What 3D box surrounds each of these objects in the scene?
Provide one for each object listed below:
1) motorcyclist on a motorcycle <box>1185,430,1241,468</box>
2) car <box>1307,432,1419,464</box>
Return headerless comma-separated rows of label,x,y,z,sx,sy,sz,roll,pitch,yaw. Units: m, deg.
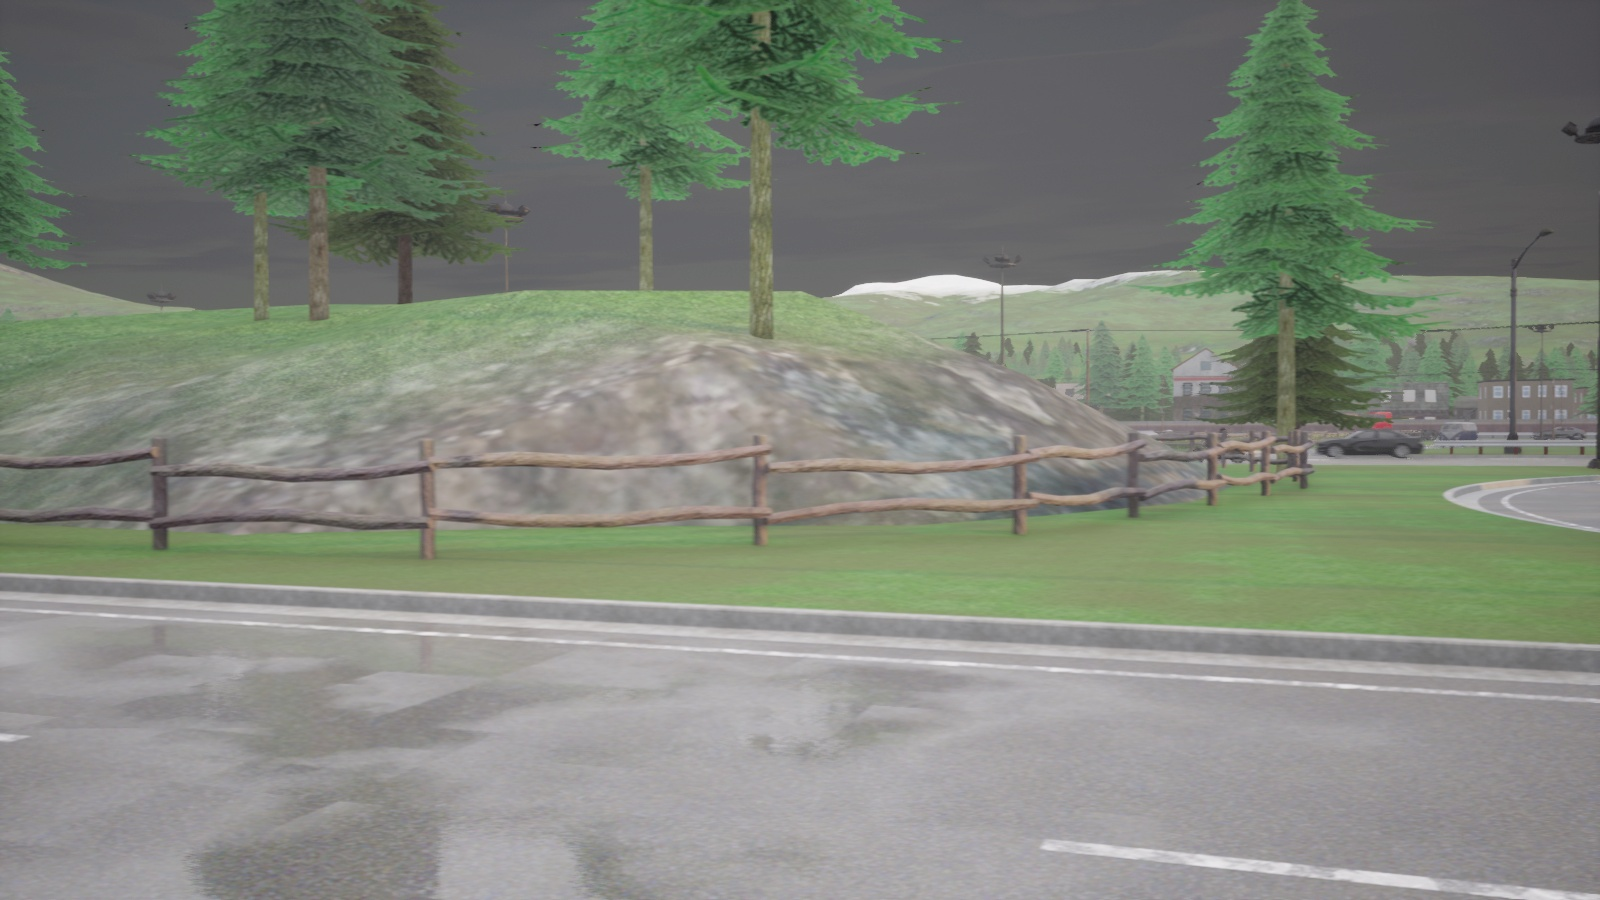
motorcyclist on a motorcycle,18.313,-0.052,55.697,2.350,1.649,0.766,0,1,19
car,28.350,-0.110,63.391,5.008,1.535,1.882,1,1,19
